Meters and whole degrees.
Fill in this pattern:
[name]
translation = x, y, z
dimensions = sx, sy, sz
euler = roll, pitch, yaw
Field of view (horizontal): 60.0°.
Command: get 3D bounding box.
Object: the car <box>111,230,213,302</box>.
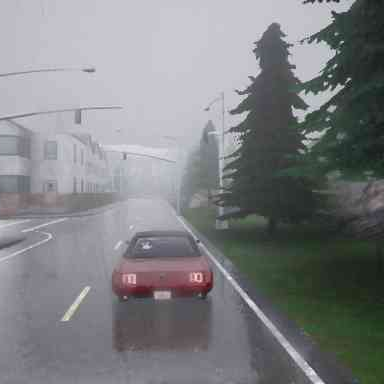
[car]
translation = -0.719, 1.601, 8.291
dimensions = 1.895, 1.301, 4.718
euler = 0, 0, -5
